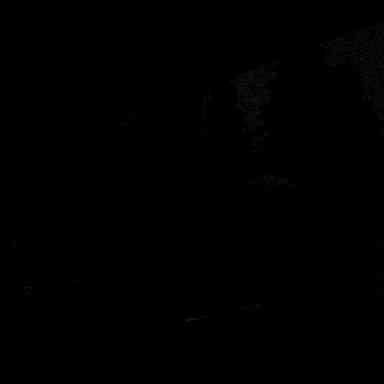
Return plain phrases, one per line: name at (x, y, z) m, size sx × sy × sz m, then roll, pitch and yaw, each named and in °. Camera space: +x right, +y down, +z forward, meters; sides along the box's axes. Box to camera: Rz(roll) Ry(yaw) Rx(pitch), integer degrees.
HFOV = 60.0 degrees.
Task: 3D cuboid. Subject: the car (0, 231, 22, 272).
car at (-6.703, 1.404, 7.578) m, size 5.008 × 1.535 × 1.882 m, roll 1°, pitch 0°, yaw -35°
